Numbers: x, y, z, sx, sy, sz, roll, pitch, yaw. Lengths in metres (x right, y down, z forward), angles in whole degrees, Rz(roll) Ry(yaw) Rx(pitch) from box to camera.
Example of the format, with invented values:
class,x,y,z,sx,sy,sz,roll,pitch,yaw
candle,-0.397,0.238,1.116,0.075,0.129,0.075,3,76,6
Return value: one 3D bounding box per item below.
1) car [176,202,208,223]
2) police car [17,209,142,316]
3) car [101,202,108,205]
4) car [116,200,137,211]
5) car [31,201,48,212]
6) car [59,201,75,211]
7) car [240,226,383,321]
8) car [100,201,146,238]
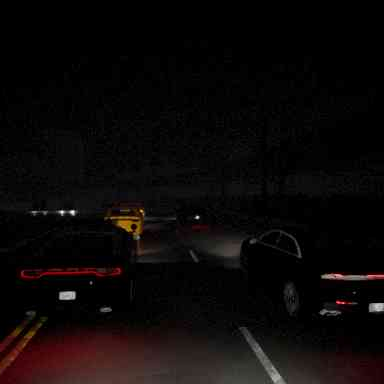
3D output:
class,x,y,z,sx,sy,sz,roll,pitch,yaw
car,-0.069,1.520,25.540,1.837,1.490,4.892,0,0,-10
police car,-2.283,1.429,7.802,1.930,1.638,5.238,0,0,-7
car,-14.269,2.310,56.703,1.895,1.301,4.718,1,-3,-28
car,-8.849,1.820,44.564,1.994,1.385,4.181,0,-2,-22
car,-20.029,1.841,43.833,2.033,1.411,5.357,0,-2,-23
car,-18.096,2.021,48.072,1.895,1.301,4.718,0,-2,-25
car,2.462,1.494,7.337,2.128,1.511,4.902,0,0,-7
car,-3.517,1.485,17.618,1.882,1.535,5.008,0,0,-7
